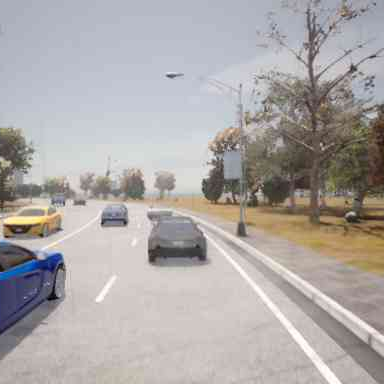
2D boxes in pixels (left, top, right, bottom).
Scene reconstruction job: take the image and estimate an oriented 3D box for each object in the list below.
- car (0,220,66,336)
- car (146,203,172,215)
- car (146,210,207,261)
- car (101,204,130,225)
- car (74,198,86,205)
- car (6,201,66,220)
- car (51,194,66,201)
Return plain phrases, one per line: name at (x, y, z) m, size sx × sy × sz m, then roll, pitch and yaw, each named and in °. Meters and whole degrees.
car at (-3.637, 1.490, 5.339) m, size 1.882 × 1.535 × 5.008 m, roll 0°, pitch 0°, yaw -2°
car at (-2.894, 1.632, 28.687) m, size 1.895 × 1.301 × 4.718 m, roll 0°, pitch 0°, yaw -11°
car at (-0.610, 1.577, 12.413) m, size 1.994 × 1.385 × 4.181 m, roll 0°, pitch 0°, yaw -5°
car at (-5.701, 1.578, 24.783) m, size 2.033 × 1.411 × 5.357 m, roll 0°, pitch 0°, yaw -10°
car at (-19.629, 1.666, 58.327) m, size 1.895 × 1.301 × 4.718 m, roll 0°, pitch 0°, yaw -23°
car at (-8.437, 1.506, 18.023) m, size 1.882 × 1.535 × 5.008 m, roll 0°, pitch 0°, yaw -8°
car at (-22.442, 1.283, 55.963) m, size 2.150 × 2.045 × 5.566 m, roll 0°, pitch 0°, yaw -23°
